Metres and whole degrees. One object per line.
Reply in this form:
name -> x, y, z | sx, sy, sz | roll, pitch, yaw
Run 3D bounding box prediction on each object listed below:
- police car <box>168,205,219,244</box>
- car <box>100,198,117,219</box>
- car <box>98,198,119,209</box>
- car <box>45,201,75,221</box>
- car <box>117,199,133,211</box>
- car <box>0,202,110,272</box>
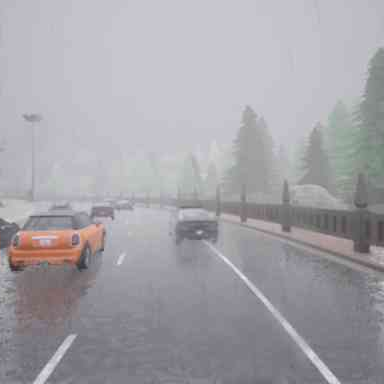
police car -> -0.064, 1.469, 16.266 | 1.930, 1.638, 5.238 | 0, 0, -9
car -> -8.056, 1.588, 29.856 | 1.882, 1.535, 5.008 | 0, 0, -16
car -> -12.809, 1.663, 50.886 | 1.882, 1.535, 5.008 | 0, 0, -28
car -> -11.777, 1.617, 30.072 | 2.128, 1.511, 4.902 | 0, 0, -17
car -> -8.849, 1.673, 42.358 | 1.812, 1.442, 4.674 | 0, 0, -24
car -> -4.233, 1.399, 11.198 | 2.097, 1.767, 4.553 | 0, 0, -6
